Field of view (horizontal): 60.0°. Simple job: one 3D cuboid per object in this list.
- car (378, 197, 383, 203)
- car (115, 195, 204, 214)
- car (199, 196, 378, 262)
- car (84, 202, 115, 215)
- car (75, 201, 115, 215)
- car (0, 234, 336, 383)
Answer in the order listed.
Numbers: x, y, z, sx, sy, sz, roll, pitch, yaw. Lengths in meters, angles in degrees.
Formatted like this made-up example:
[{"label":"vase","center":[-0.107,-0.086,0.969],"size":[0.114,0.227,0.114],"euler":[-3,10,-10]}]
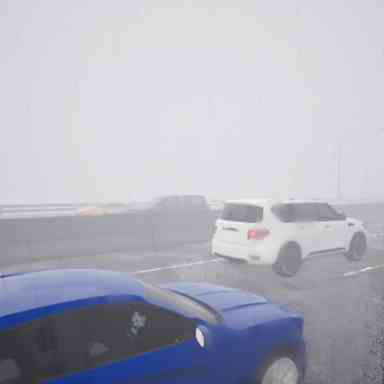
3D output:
[{"label":"car","center":[27.647,1.450,48.516],"size":[4.181,1.385,1.994],"euler":[0,0,-33]},{"label":"car","center":[-1.425,1.186,20.120],"size":[5.566,2.045,2.150],"euler":[0,0,-35]},{"label":"car","center":[3.179,1.196,10.276],"size":[5.566,2.045,2.150],"euler":[0,0,-35]},{"label":"car","center":[-4.388,1.567,22.313],"size":[4.718,1.301,1.895],"euler":[0,0,-35]},{"label":"car","center":[-6.299,1.443,25.246],"size":[5.008,1.535,1.882],"euler":[0,0,-35]},{"label":"car","center":[-1.002,1.474,3.024],"size":[5.008,1.535,1.882],"euler":[0,0,-35]}]
